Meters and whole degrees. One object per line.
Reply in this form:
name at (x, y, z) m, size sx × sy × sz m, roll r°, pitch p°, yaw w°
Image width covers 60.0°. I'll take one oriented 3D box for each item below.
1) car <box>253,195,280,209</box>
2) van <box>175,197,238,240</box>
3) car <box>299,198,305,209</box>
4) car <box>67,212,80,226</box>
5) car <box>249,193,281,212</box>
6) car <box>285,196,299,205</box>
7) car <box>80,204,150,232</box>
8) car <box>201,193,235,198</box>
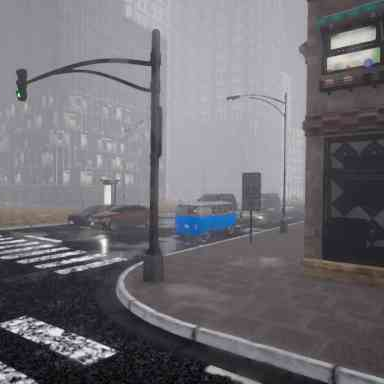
car at (10.000, 1.293, 44.422) m, size 1.967 × 1.590 × 4.097 m, roll 1°, pitch 1°, yaw 35°
van at (0.828, 1.368, 17.011) m, size 1.690 × 1.788 × 3.998 m, roll 1°, pitch 1°, yaw 35°
car at (15.618, 1.463, 42.433) m, size 1.812 × 1.442 × 4.674 m, roll 1°, pitch 1°, yaw 36°
car at (-6.009, 1.467, 21.864) m, size 1.947 × 1.339 × 4.313 m, roll 1°, pitch 1°, yaw 35°
car at (8.076, 1.125, 37.201) m, size 2.150 × 2.045 × 5.566 m, roll 1°, pitch 1°, yaw 36°
car at (16.305, 1.364, 53.309) m, size 1.752 × 1.417 × 4.829 m, roll 1°, pitch 1°, yaw 35°
car at (-4.066, 1.466, 20.120) m, size 1.812 × 1.442 × 4.674 m, roll 1°, pitch 1°, yaw 37°
car at (1.884, 1.143, 28.499) m, size 2.150 × 2.045 × 5.566 m, roll 1°, pitch 1°, yaw 36°
